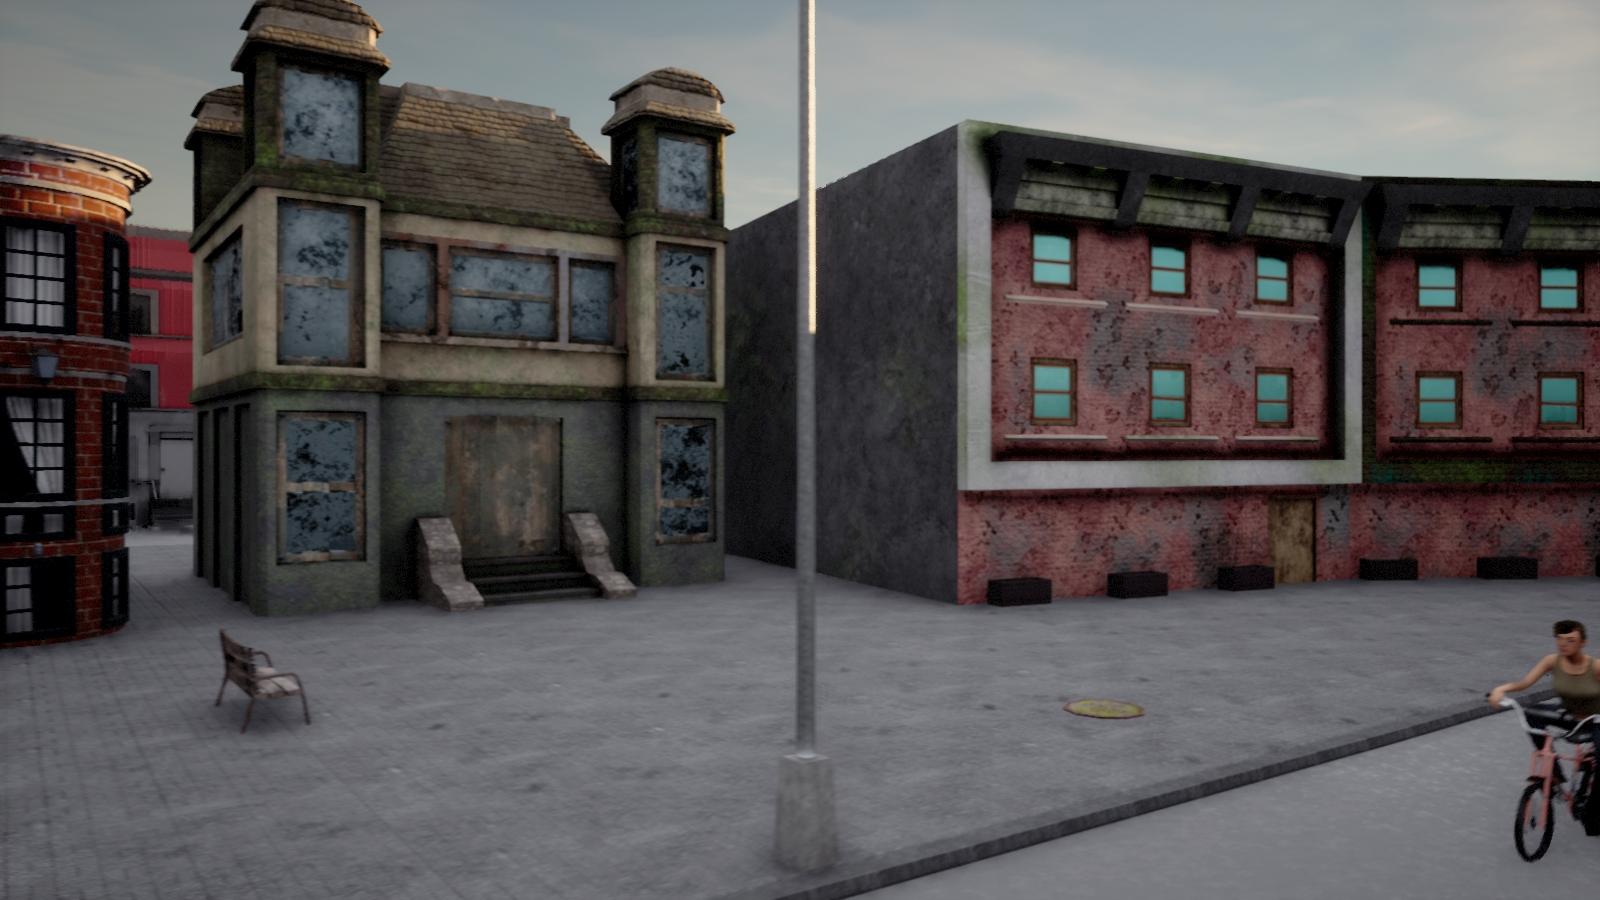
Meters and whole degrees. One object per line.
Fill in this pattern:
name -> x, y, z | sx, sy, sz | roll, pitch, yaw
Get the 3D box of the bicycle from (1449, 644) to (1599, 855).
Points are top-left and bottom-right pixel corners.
bicycle -> 5.397, 2.037, 8.040 | 1.487, 1.080, 0.859 | 0, 0, -34
